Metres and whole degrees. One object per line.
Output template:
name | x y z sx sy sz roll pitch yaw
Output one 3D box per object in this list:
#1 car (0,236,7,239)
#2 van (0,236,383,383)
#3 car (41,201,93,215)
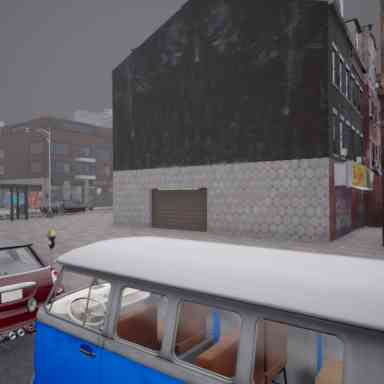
car | -4.032 1.442 5.650 4.097 1.590 1.967 0 0 35
van | 0.414 1.341 2.519 3.998 1.788 1.690 0 0 35
car | -11.880 1.559 32.023 1.895 1.301 4.718 -1 0 35
